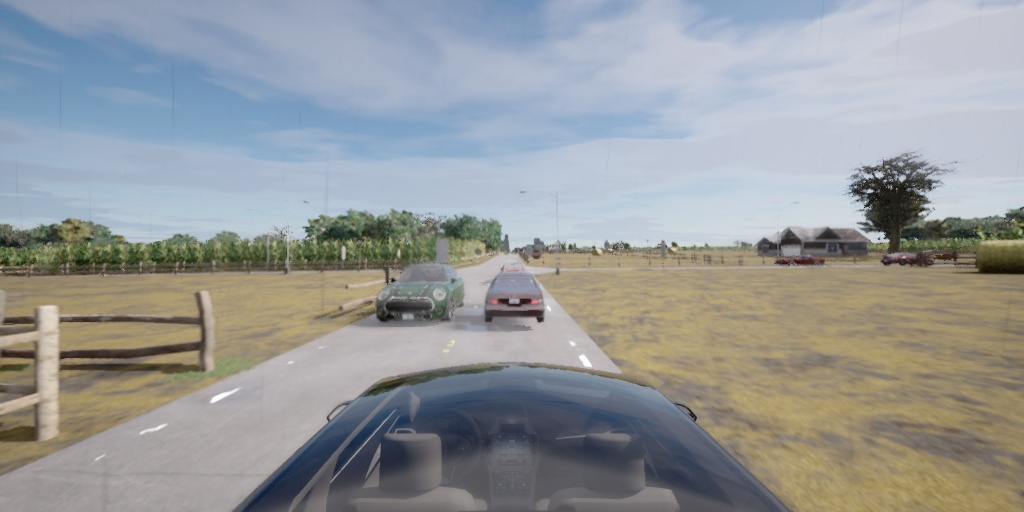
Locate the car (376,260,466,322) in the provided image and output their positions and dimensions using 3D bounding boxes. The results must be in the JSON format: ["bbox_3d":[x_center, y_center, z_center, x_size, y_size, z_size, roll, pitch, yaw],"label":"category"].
[{"bbox_3d":[-2.838,1.063,12.059,2.097,1.767,4.553,0,0,0],"label":"car"}]

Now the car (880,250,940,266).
[{"bbox_3d":[43.056,0.353,39.151,4.674,1.442,1.812,0,-1,-1],"label":"car"}]

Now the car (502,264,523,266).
[{"bbox_3d":[0.067,1.186,24.829,1.895,1.301,4.718,0,1,0],"label":"car"}]

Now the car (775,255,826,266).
[{"bbox_3d":[33.671,0.563,42.015,4.718,1.301,1.895,-1,-1,0],"label":"car"}]

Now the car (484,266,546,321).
[{"bbox_3d":[0.083,1.256,12.175,2.033,1.411,5.357,0,0,0],"label":"car"}]

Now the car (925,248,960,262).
[{"bbox_3d":[49.086,-0.111,41.943,5.008,1.535,1.882,-1,-1,0],"label":"car"}]
